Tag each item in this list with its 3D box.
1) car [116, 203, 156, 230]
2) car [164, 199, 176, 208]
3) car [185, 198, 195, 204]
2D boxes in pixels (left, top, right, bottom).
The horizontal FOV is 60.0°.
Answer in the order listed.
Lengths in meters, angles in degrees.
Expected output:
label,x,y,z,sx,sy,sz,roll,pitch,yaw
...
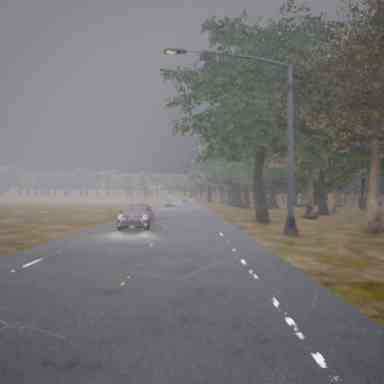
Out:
label,x,y,z,sx,sy,sz,roll,pitch,yaw
car,-3.698,1.569,22.584,2.097,1.767,4.553,0,-1,0
car,-4.227,2.090,63.280,2.097,1.767,4.553,0,-1,-1
car,-0.312,2.501,94.367,2.097,1.767,4.553,0,-1,-2
